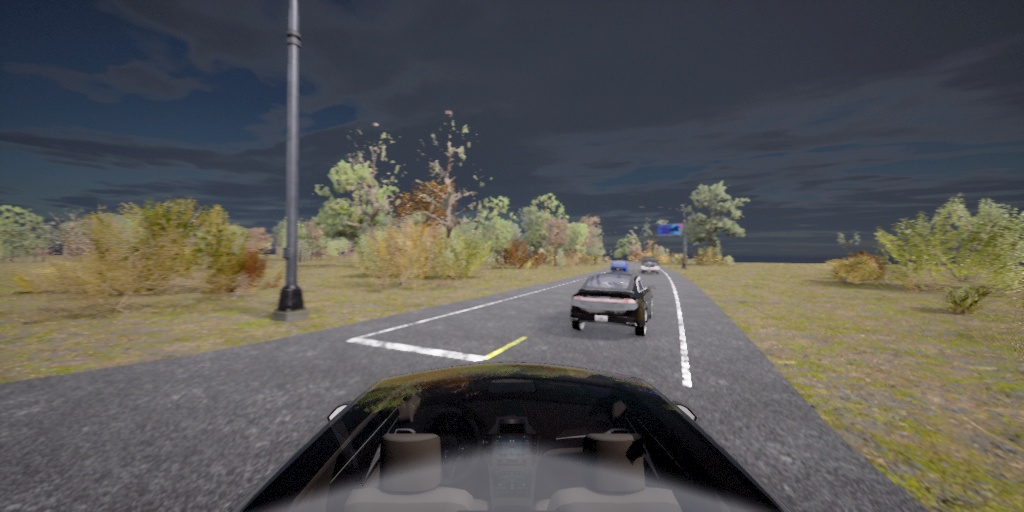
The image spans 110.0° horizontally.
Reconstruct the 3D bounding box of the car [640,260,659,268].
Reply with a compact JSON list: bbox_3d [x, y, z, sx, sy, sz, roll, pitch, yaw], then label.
[{"bbox_3d":[16.309,1.433,42.349,1.895,1.301,4.718,1,0,22],"label":"car"}]

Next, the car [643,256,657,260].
[{"bbox_3d":[19.102,1.081,49.775,2.150,2.045,5.566,1,0,20],"label":"car"}]

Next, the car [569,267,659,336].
[{"bbox_3d":[3.071,1.250,10.580,2.128,1.511,4.902,1,0,24],"label":"car"}]

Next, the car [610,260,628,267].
[{"bbox_3d":[13.342,1.272,44.427,1.882,1.535,5.008,1,0,21],"label":"car"}]
